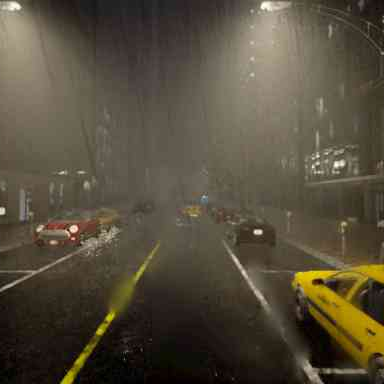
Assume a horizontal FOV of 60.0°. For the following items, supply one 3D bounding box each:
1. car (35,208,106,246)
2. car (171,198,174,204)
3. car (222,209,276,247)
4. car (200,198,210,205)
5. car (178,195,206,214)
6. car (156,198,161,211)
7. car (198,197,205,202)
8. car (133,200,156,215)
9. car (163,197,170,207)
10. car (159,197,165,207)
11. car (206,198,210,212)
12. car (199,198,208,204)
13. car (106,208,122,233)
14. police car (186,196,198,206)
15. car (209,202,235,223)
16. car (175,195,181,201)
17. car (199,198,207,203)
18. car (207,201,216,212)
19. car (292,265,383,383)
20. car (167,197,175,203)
[{"bbox_3d":[-5.683,1.564,15.672,1.967,1.590,4.097,1,0,0],"label":"car"},{"bbox_3d":[-5.685,2.104,78.100,1.947,1.339,4.313,1,0,0],"label":"car"},{"bbox_3d":[2.697,1.690,15.653,1.947,1.339,4.313,1,0,0],"label":"car"},{"bbox_3d":[2.696,2.056,72.397,2.008,1.369,4.403,1,0,0],"label":"car"},{"bbox_3d":[-0.001,1.307,28.195,1.801,1.575,5.366,0,0,0],"label":"car"},{"bbox_3d":[-5.684,1.873,44.047,1.887,1.381,4.507,1,0,0],"label":"car"},{"bbox_3d":[2.696,2.180,94.443,2.008,1.369,4.403,1,0,0],"label":"car"},{"bbox_3d":[-5.684,1.855,38.373,1.947,1.339,4.313,1,0,0],"label":"car"},{"bbox_3d":[-5.683,1.877,61.074,1.967,1.590,4.097,1,0,0],"label":"car"},{"bbox_3d":[-5.684,1.916,49.725,2.008,1.369,4.403,1,0,0],"label":"car"},{"bbox_3d":[2.697,1.873,44.024,1.887,1.381,4.507,1,0,0],"label":"car"},{"bbox_3d":[2.696,2.120,78.072,1.802,1.307,4.206,1,0,0],"label":"car"},{"bbox_3d":[-5.684,1.690,21.177,1.752,1.417,4.829,1,0,0],"label":"car"},{"bbox_3d":[-0.002,1.501,56.962,2.038,1.542,4.974,0,0,0],"label":"police car"},{"bbox_3d":[2.696,1.753,27.003,1.887,1.381,4.507,1,0,0],"label":"car"},{"bbox_3d":[-3.003,1.512,78.735,2.097,1.767,4.553,0,0,0],"label":"car"},{"bbox_3d":[2.696,2.137,83.745,1.947,1.339,4.313,1,0,0],"label":"car"},{"bbox_3d":[2.697,1.831,32.675,1.802,1.307,4.206,1,0,0],"label":"car"},{"bbox_3d":[2.697,1.563,4.474,1.752,1.417,4.829,1,0,0],"label":"car"},{"bbox_3d":[-5.685,2.147,89.450,1.887,1.381,4.507,1,0,0],"label":"car"}]
